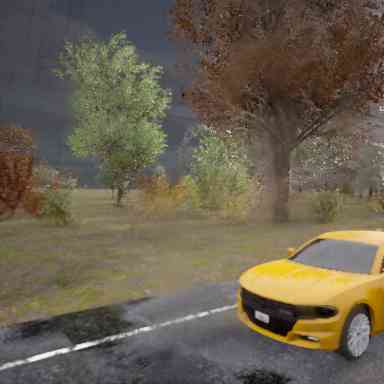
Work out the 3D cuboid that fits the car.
[{"bbox_3d":[3.033,1.488,6.125,5.008,1.535,1.882,0,0,-35],"label":"car"}]
